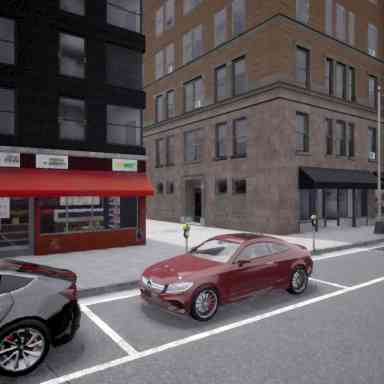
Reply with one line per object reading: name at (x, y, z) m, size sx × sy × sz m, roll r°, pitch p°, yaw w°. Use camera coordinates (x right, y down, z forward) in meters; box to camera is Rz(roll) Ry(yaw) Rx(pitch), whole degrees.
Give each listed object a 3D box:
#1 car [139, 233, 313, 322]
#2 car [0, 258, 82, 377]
car at (0.915, 1.582, 7.183) m, size 4.206 × 1.307 × 1.802 m, roll 0°, pitch 0°, yaw -35°
car at (-3.566, 1.566, 3.991) m, size 4.313 × 1.339 × 1.947 m, roll 0°, pitch 0°, yaw -35°
